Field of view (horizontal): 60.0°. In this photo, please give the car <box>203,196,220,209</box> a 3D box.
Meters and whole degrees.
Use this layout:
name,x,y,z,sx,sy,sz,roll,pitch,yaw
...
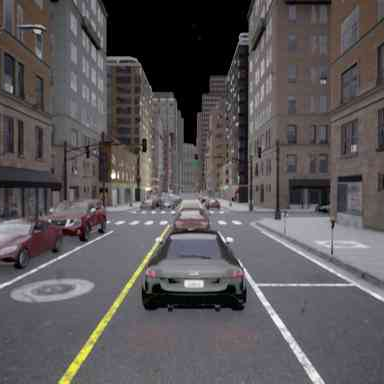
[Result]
name,x,y,z,sx,sy,sz,roll,pitch,yaw
car,2.783,1.596,43.671,1.802,1.307,4.206,-1,0,0

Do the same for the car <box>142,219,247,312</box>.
name,x,y,z,sx,sy,sz,roll,pitch,yaw
car,0.055,1.562,7.781,1.994,1.385,4.181,0,0,1

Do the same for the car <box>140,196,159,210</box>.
name,x,y,z,sx,sy,sz,roll,pitch,yaw
car,-5.742,1.595,43.631,1.802,1.307,4.206,-1,0,0

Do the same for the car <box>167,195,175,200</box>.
name,x,y,z,sx,sy,sz,roll,pitch,yaw
car,-5.819,1.536,93.716,1.967,1.590,4.097,-1,0,0

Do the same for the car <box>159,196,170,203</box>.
name,x,y,z,sx,sy,sz,roll,pitch,yaw
car,-5.784,1.603,71.455,2.008,1.369,4.403,-1,0,0

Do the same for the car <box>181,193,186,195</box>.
name,x,y,z,sx,sy,sz,roll,pitch,yaw
car,-3.111,1.559,73.857,2.128,1.511,4.902,0,0,0

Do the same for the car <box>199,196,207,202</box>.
name,x,y,z,sx,sy,sz,roll,pitch,yaw
car,2.724,1.625,82.615,2.008,1.369,4.403,-1,0,0

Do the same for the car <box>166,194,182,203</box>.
name,x,y,z,sx,sy,sz,roll,pitch,yaw
car,-3.171,1.516,53.731,2.128,1.511,4.902,0,0,0

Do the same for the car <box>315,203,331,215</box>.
name,x,y,z,sx,sy,sz,roll,pitch,yaw
car,14.814,1.428,32.217,5.357,1.411,2.033,0,1,2

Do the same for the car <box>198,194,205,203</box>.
name,x,y,z,sx,sy,sz,roll,pitch,yaw
car,2.750,1.588,65.924,1.887,1.381,4.507,-1,0,0

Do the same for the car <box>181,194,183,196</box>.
name,x,y,z,sx,sy,sz,roll,pitch,yaw
car,-3.149,1.565,63.424,1.812,1.442,4.674,0,0,0

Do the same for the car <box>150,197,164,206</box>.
name,x,y,z,sx,sy,sz,roll,pitch,yaw
car,-5.759,1.571,54.761,1.887,1.381,4.507,-1,0,0

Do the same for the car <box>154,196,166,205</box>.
name,x,y,z,sx,sy,sz,roll,pitch,yaw
car,-5.767,1.559,60.155,1.752,1.417,4.829,-1,0,0

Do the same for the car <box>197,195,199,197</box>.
name,x,y,z,sx,sy,sz,roll,pitch,yaw
car,2.740,1.493,71.488,1.967,1.590,4.097,-1,0,0

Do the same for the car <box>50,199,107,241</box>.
name,x,y,z,sx,sy,sz,roll,pitch,yaw
car,-5.704,1.313,16.631,2.192,1.841,5.009,-1,0,0

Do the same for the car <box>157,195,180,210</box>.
name,x,y,z,sx,sy,sz,roll,pitch,yaw
car,-3.164,1.506,44.332,2.128,1.511,4.902,0,0,0

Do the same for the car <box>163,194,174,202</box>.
name,x,y,z,sx,sy,sz,roll,pitch,yaw
car,-5.804,1.390,82.586,2.192,1.841,5.009,-1,0,0

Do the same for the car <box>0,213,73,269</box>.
name,x,y,z,sx,sy,sz,roll,pitch,yaw
car,-5.692,1.580,11.048,1.802,1.307,4.206,-1,0,0

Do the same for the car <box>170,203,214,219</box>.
name,x,y,z,sx,sy,sz,roll,pitch,yaw
car,-0.005,1.524,16.946,1.812,1.442,4.674,0,0,0

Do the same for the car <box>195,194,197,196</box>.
name,x,y,z,sx,sy,sz,roll,pitch,yaw
car,2.713,1.401,88.179,2.192,1.841,5.009,-1,0,0

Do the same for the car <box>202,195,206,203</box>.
name,x,y,z,sx,sy,sz,roll,pitch,yaw
car,2.774,1.545,49.405,1.752,1.417,4.829,-1,0,0
